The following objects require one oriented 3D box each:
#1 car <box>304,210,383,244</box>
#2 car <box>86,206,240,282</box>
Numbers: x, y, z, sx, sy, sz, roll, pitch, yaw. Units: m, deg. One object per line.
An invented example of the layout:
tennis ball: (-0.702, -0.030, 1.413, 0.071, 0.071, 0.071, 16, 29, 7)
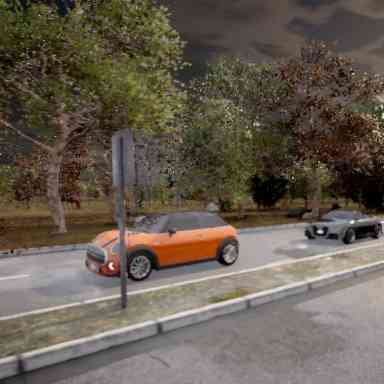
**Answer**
car: (7.213, 1.552, 15.763, 4.181, 1.385, 1.994, 0, 0, -37)
car: (-0.749, 1.350, 9.932, 4.553, 1.767, 2.097, 0, 0, -36)
